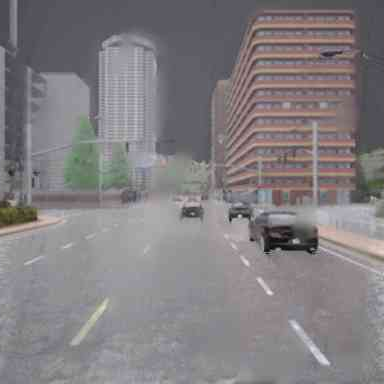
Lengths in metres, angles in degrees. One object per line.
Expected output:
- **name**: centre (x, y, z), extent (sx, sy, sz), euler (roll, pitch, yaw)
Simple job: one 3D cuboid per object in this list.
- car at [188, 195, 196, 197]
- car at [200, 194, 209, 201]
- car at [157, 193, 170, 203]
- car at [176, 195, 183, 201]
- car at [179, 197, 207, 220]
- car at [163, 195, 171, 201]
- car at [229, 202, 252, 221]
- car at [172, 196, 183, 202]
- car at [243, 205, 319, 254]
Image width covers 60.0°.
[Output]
- **car**: centre (0.010, 1.554, 90.033), extent (2.097, 1.767, 4.553), euler (0, 0, 0)
- **car**: centre (3.510, 1.421, 89.242), extent (2.150, 2.045, 5.566), euler (0, 0, 0)
- **car**: centre (-6.991, 1.701, 77.719), extent (2.128, 1.511, 4.902), euler (0, 0, 0)
- **car**: centre (-3.489, 1.721, 93.530), extent (1.812, 1.442, 4.674), euler (0, 0, 0)
- **car**: centre (0.057, 1.534, 28.761), extent (1.882, 1.535, 5.008), euler (0, 1, 1)
- **car**: centre (-6.989, 1.721, 93.530), extent (2.128, 1.511, 4.902), euler (0, 0, 0)
- **car**: centre (4.222, 1.562, 27.481), extent (1.837, 1.490, 4.892), euler (-1, 0, 14)
- **car**: centre (-3.491, 1.729, 77.720), extent (1.994, 1.385, 4.181), euler (0, 0, 0)
- **car**: centre (3.555, 1.509, 13.720), extent (1.882, 1.535, 5.008), euler (0, 0, 0)
